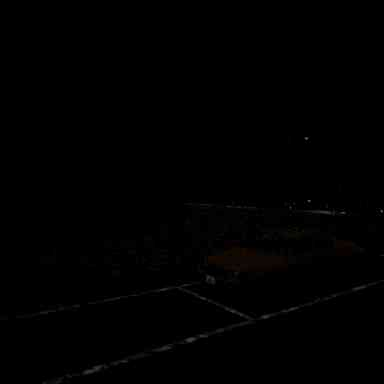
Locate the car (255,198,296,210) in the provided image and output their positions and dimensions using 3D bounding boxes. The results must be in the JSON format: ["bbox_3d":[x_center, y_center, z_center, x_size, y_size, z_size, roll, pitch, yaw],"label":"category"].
[{"bbox_3d":[9.460,1.367,37.875,1.895,1.301,4.718,1,0,-34],"label":"car"}]

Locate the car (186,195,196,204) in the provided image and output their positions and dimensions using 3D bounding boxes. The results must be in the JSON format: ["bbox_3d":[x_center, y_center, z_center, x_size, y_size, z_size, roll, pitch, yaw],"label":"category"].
[{"bbox_3d":[-1.261,1.193,53.575,1.895,1.301,4.718,1,0,-34],"label":"car"}]

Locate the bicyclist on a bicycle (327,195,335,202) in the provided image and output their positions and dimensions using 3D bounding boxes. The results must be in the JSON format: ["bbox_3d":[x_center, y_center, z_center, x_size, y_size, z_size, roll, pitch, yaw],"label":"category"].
[{"bbox_3d":[16.306,1.158,38.926,1.656,1.620,0.582,0,0,-34],"label":"bicyclist on a bicycle"}]

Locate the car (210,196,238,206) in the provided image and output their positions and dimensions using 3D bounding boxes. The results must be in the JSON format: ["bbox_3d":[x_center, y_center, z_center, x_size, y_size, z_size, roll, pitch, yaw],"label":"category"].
[{"bbox_3d":[4.336,1.248,45.367,1.994,1.385,4.181,1,0,-34],"label":"car"}]

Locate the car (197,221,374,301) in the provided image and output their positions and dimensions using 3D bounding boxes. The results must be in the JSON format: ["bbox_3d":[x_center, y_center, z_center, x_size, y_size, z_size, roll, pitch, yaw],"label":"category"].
[{"bbox_3d":[2.372,1.526,8.357,4.829,1.417,1.752,0,1,-35],"label":"car"}]

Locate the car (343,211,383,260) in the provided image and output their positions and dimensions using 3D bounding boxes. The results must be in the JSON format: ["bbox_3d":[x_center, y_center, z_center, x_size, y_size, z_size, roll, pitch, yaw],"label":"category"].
[{"bbox_3d":[7.132,1.547,11.662,4.507,1.381,1.887,0,1,-35],"label":"car"}]

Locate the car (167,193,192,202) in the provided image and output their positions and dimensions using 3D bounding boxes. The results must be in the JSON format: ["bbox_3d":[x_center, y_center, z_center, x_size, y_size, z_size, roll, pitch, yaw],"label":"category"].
[{"bbox_3d":[-2.327,1.057,60.717,2.128,1.511,4.902,1,0,-34],"label":"car"}]

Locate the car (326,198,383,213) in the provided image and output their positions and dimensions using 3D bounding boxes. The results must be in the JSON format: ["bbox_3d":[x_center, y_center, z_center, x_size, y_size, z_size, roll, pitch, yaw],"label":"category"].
[{"bbox_3d":[14.700,1.341,30.230,2.128,1.511,4.902,1,0,-34],"label":"car"}]
